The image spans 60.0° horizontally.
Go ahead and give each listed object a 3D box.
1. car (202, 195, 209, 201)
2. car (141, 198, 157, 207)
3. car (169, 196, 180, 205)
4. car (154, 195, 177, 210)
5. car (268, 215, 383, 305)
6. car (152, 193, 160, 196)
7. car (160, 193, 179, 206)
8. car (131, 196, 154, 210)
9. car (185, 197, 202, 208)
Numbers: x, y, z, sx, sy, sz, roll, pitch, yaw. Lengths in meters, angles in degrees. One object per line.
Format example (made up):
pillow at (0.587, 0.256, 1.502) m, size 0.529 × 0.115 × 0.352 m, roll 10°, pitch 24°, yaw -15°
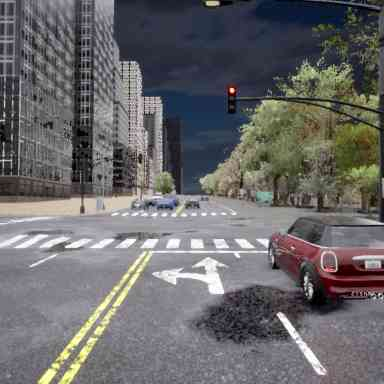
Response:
car at (3.196, 1.585, 82.639) m, size 2.128 × 1.511 × 4.902 m, roll 0°, pitch 0°, yaw 0°
car at (-6.627, 1.636, 51.969) m, size 1.895 × 1.301 × 4.718 m, roll 0°, pitch 0°, yaw 0°
car at (-3.346, 1.569, 62.817) m, size 1.812 × 1.442 × 4.674 m, roll 0°, pitch 0°, yaw 0°
car at (-3.376, 1.507, 42.543) m, size 1.882 × 1.535 × 5.008 m, roll 0°, pitch 0°, yaw 0°
car at (3.340, 1.350, 8.265) m, size 2.097 × 1.767 × 4.553 m, roll -1°, pitch 0°, yaw 0°
car at (-6.599, 1.262, 62.700) m, size 2.150 × 2.045 × 5.566 m, roll 0°, pitch 0°, yaw 1°
car at (-3.375, 1.257, 52.481) m, size 2.150 × 2.045 × 5.566 m, roll 0°, pitch 0°, yaw 0°
car at (-6.624, 1.521, 42.699) m, size 2.128 × 1.511 × 4.902 m, roll 0°, pitch 0°, yaw 0°
car at (0.086, 1.558, 47.340) m, size 1.812 × 1.442 × 4.674 m, roll 0°, pitch 0°, yaw 0°
